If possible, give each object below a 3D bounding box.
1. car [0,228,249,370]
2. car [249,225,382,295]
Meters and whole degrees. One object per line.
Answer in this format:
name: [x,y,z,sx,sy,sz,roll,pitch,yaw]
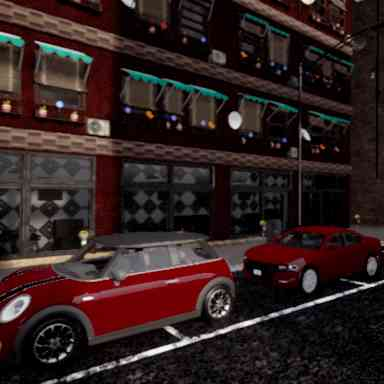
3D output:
car: [-1.251,1.460,5.665,4.097,1.590,1.967,1,0,-35]
car: [3.338,1.617,8.937,4.507,1.381,1.887,1,0,-35]
